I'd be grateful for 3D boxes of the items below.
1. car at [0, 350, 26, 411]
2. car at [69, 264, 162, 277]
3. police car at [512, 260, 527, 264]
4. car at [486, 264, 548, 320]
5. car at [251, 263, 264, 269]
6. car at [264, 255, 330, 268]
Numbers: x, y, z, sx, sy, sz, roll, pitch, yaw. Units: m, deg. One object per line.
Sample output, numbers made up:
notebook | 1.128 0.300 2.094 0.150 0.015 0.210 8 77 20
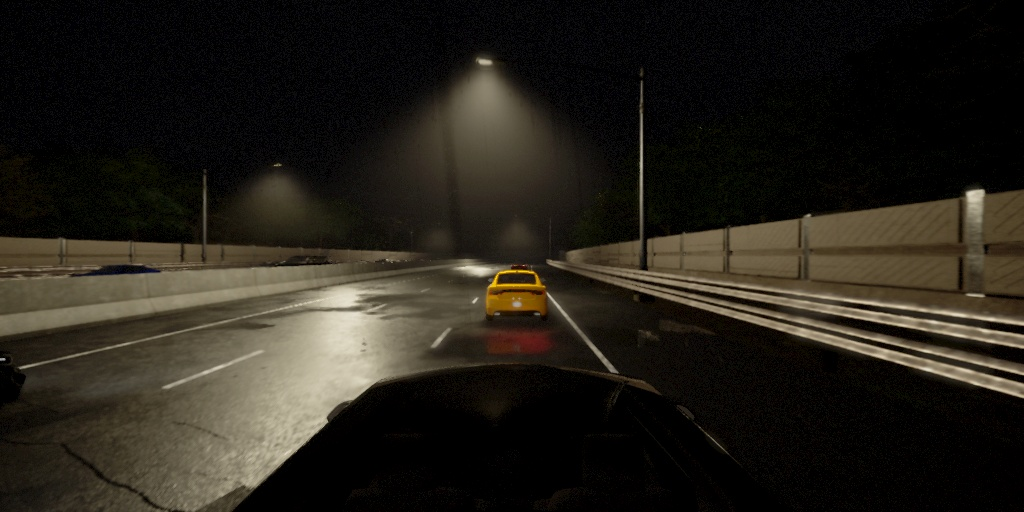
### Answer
car | -6.890 1.273 2.377 1.812 1.442 4.674 0 0 0
car | -24.391 1.259 22.239 1.812 1.442 4.674 0 0 1
police car | 0.906 1.295 43.724 2.038 1.542 4.974 0 0 2
car | 0.174 1.226 12.670 1.882 1.535 5.008 0 0 1
car | -20.692 1.248 31.043 1.837 1.490 4.892 0 0 2
car | -17.235 0.966 29.613 2.150 2.045 5.566 0 0 1
